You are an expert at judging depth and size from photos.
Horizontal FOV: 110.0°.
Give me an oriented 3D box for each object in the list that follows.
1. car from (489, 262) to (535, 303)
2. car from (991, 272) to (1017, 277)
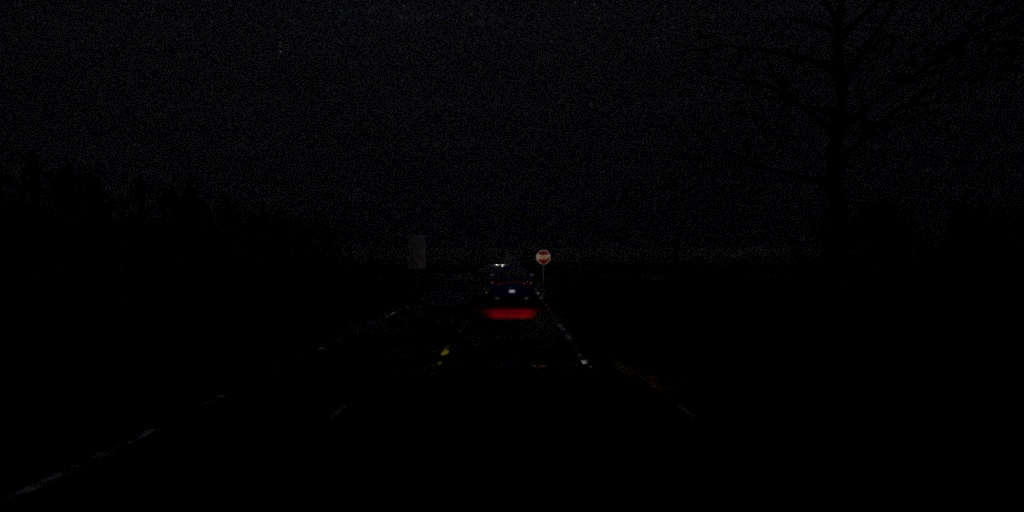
[{"bbox_3d":[0.000,1.226,16.500,1.882,1.535,5.008,0,0,0],"label":"car"},{"bbox_3d":[49.097,1.415,34.622,4.892,1.490,1.837,0,0,0],"label":"car"}]
